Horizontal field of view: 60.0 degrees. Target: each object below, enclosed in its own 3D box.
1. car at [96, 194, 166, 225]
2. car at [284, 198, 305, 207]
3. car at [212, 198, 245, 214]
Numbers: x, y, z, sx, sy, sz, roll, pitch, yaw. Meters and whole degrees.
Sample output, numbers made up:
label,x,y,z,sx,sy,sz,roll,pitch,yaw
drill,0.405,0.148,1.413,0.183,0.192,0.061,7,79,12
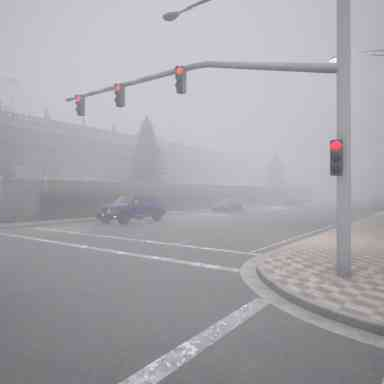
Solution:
label,x,y,z,sx,sy,sz,roll,pitch,yaw
car,-4.263,1.168,24.238,2.150,2.045,5.566,0,0,36
car,15.831,1.553,51.510,1.895,1.301,4.718,0,0,36
car,3.957,1.446,35.458,1.837,1.490,4.892,0,1,36
